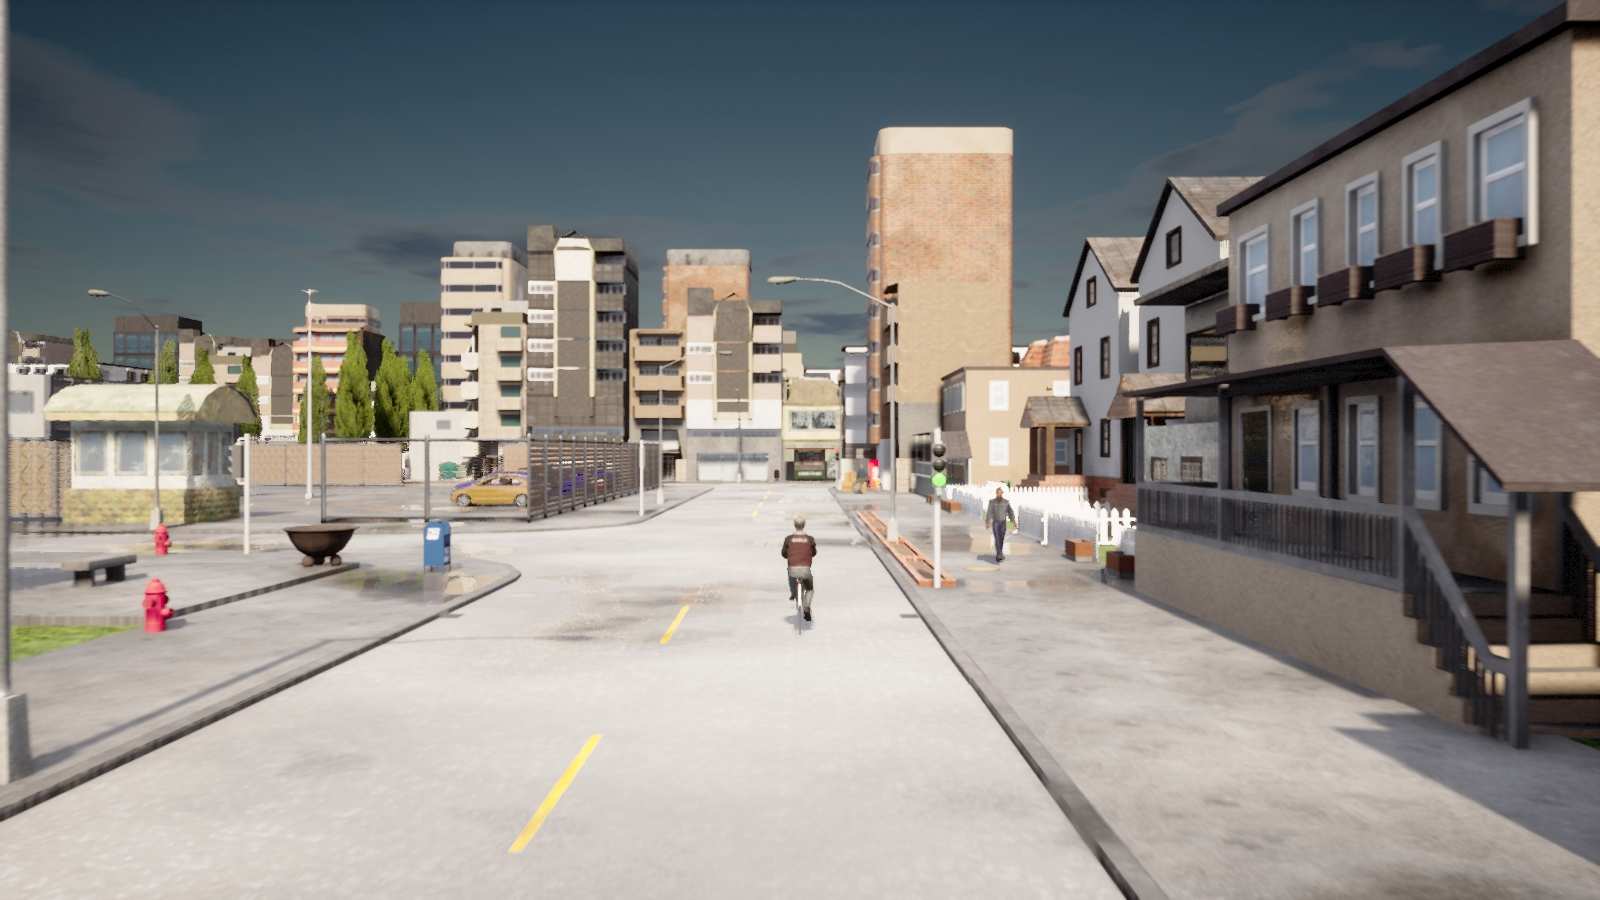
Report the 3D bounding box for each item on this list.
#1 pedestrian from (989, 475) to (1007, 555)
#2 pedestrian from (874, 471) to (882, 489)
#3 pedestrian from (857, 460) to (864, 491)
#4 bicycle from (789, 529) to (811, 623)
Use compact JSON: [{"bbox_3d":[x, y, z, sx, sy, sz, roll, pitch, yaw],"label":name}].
[{"bbox_3d":[4.662,1.524,26.868,0.375,1.860,0.375,0,0,2],"label":"pedestrian"},{"bbox_3d":[4.920,1.896,71.679,0.500,1.100,0.500,0,0,4],"label":"pedestrian"},{"bbox_3d":[3.695,1.526,69.386,0.375,1.860,0.375,0,0,15],"label":"pedestrian"},{"bbox_3d":[0.001,1.940,17.982,0.329,1.271,1.835,0,0,0],"label":"bicycle"}]
